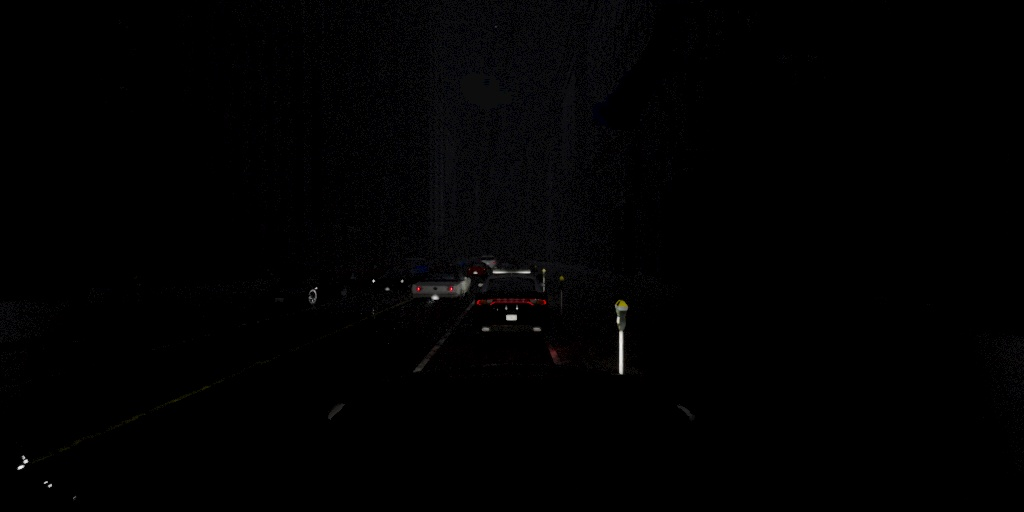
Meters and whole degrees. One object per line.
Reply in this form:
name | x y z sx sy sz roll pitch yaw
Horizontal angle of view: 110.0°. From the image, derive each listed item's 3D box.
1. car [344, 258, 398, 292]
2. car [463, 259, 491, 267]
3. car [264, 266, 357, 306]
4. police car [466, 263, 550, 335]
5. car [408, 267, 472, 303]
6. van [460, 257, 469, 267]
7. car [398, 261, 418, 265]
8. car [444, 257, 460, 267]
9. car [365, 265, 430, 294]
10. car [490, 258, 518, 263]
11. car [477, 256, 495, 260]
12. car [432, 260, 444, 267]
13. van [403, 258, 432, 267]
car | -8.908 1.064 21.556 2.192 1.841 5.009 0 0 0
car | -3.145 1.274 33.289 1.812 1.442 4.674 0 0 0
car | -8.908 1.315 15.920 1.948 1.339 4.313 0 0 0
police car | -0.012 1.174 10.610 1.930 1.638 5.238 0 0 0
car | -3.044 1.350 16.474 1.895 1.301 4.718 0 0 0
van | -8.908 1.089 61.014 1.690 1.789 3.998 0 0 0
car | -8.908 1.294 27.194 1.888 1.381 4.507 0 0 0
car | -8.908 1.188 49.741 1.967 1.591 4.097 0 0 0
car | -6.247 1.350 20.196 1.895 1.301 4.718 0 0 0
car | -0.383 1.188 27.203 1.967 1.591 4.097 0 0 0
car | -3.045 0.970 48.042 2.150 2.045 5.566 0 0 0
car | -8.908 1.188 38.467 1.967 1.591 4.097 0 0 0
van | -8.908 1.089 32.830 1.690 1.789 3.998 0 0 0
